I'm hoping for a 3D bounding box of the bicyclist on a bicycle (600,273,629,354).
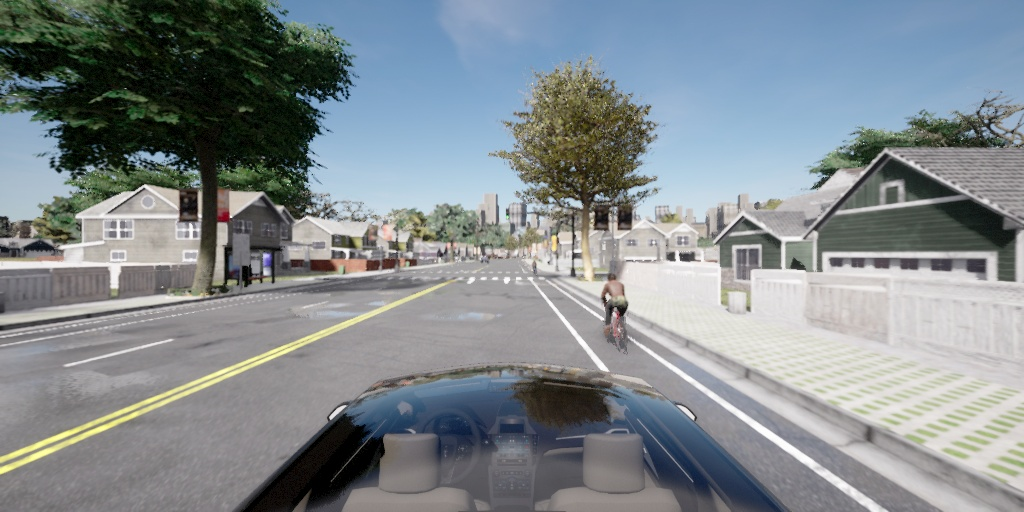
[{"bbox_3d":[2.250,1.208,7.877,0.582,1.620,1.656,0,0,0],"label":"bicyclist on a bicycle"}]

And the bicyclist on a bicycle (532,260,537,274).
[{"bbox_3d":[2.252,1.227,35.874,0.582,1.620,1.656,0,0,0],"label":"bicyclist on a bicycle"}]
